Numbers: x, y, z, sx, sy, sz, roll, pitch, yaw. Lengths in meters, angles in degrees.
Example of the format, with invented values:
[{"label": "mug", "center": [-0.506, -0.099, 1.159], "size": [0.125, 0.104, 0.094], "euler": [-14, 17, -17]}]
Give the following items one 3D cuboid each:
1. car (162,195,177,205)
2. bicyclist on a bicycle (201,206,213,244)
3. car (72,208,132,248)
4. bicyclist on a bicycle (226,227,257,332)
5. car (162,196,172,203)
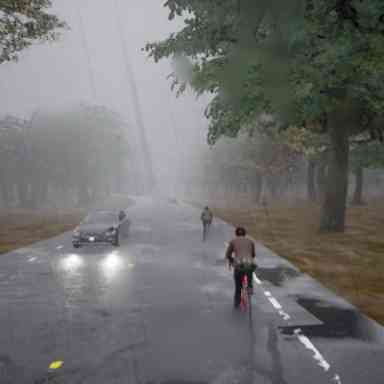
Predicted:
[{"label": "car", "center": [-4.031, 1.407, 62.512], "size": [2.097, 1.767, 4.553], "euler": [0, 0, -7]}, {"label": "bicyclist on a bicycle", "center": [0.680, 1.483, 14.984], "size": [0.582, 1.620, 1.656], "euler": [0, 0, -2]}, {"label": "car", "center": [-3.898, 1.543, 15.064], "size": [1.837, 1.490, 4.892], "euler": [0, 0, -2]}, {"label": "bicyclist on a bicycle", "center": [0.893, 1.467, 5.940], "size": [0.582, 1.620, 1.656], "euler": [0, 0, -1]}, {"label": "car", "center": [-5.664, 1.640, 73.802], "size": [1.895, 1.301, 4.718], "euler": [0, 0, -9]}]
